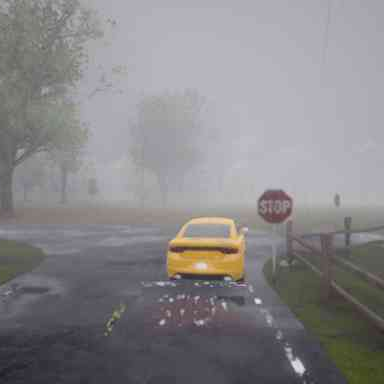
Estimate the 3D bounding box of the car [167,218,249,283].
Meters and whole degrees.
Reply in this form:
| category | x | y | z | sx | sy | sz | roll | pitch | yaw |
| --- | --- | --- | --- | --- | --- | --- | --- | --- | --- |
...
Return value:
| category | x | y | z | sx | sy | sz | roll | pitch | yaw |
| --- | --- | --- | --- | --- | --- | --- | --- | --- | --- |
| car | 0.638 | 1.500 | 9.900 | 1.882 | 1.535 | 5.008 | 0 | 0 | 10 |
